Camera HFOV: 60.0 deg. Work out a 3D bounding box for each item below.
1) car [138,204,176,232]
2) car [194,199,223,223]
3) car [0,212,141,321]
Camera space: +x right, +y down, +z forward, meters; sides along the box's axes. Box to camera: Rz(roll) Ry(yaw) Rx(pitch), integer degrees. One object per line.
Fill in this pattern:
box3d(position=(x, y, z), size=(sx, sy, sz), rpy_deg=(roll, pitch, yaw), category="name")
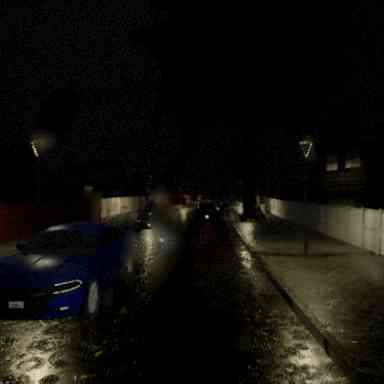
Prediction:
box3d(position=(-2.105, 1.512, 20.112), size=(1.837, 1.490, 4.892), rpy_deg=(0, 0, 4), category="car")
box3d(position=(1.231, 1.520, 25.684), size=(1.837, 1.490, 4.892), rpy_deg=(0, -1, 4), category="car")
box3d(position=(-2.659, 1.476, 7.663), size=(1.882, 1.535, 5.008), rpy_deg=(0, 0, 2), category="car")
